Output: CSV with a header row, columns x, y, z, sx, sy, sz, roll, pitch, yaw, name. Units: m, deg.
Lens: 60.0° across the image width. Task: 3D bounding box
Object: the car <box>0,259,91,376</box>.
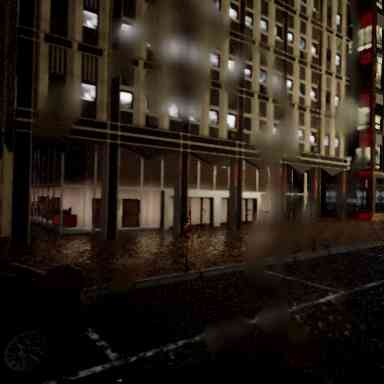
x,y,z,sx,sy,sz,roll,pitch,yaw,name
-3.556,1.539,4.005,4.507,1.381,1.887,1,1,-35,car
